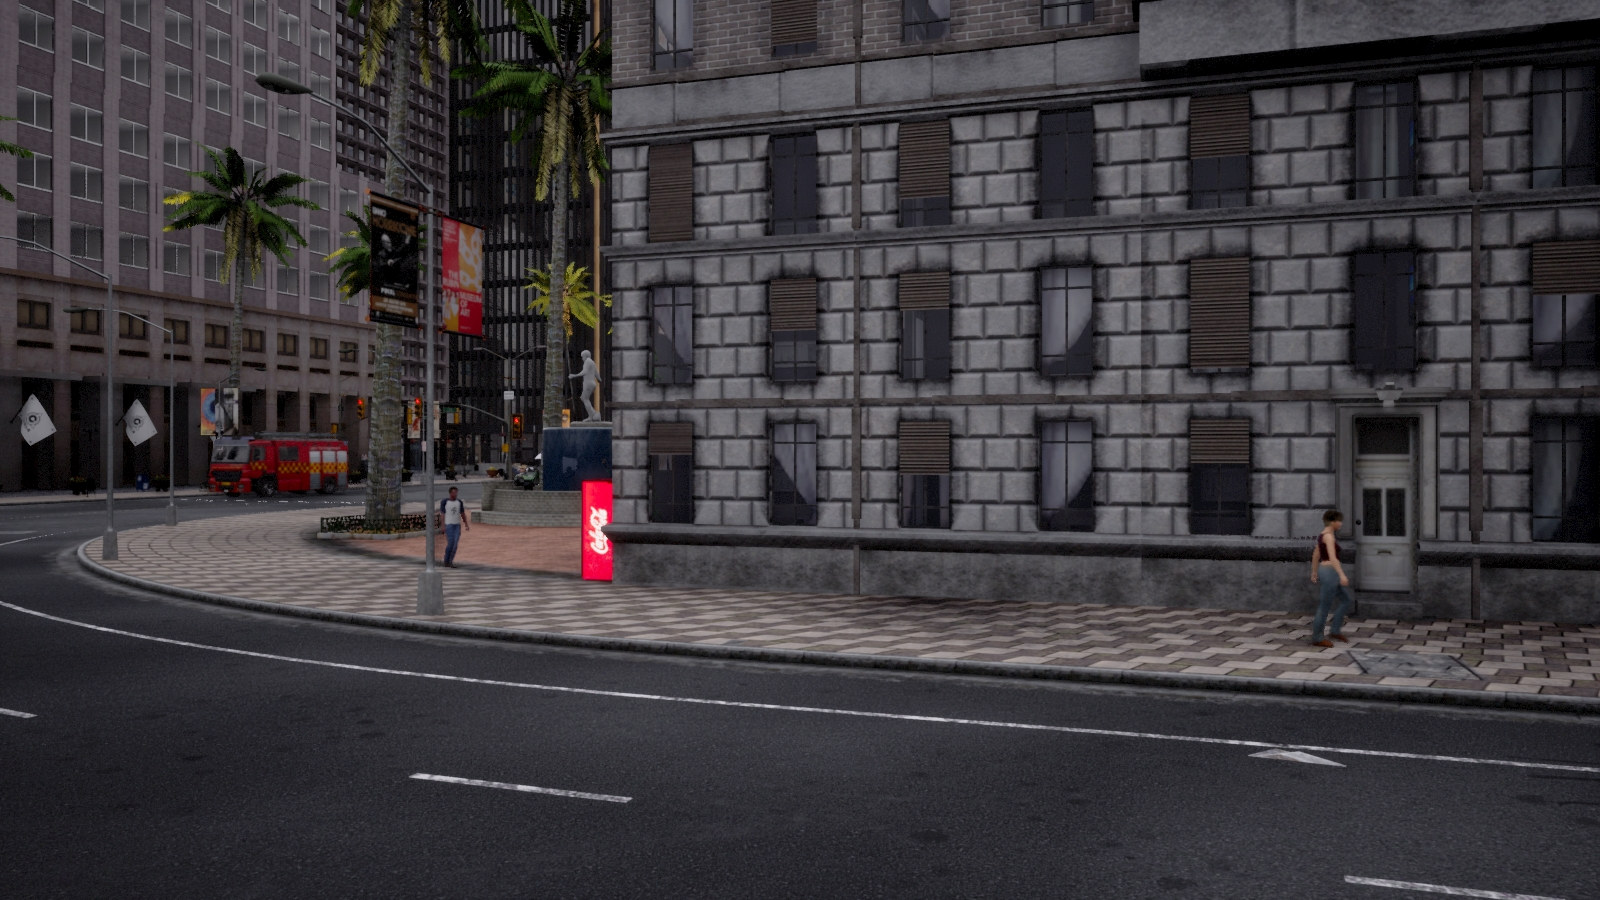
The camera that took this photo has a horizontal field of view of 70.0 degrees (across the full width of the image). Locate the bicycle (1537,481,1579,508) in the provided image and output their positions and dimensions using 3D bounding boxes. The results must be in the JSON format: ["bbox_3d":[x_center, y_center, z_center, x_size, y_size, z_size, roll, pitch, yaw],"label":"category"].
[{"bbox_3d":[38.782,2.267,58.470,0.329,1.171,1.835,6,2,-18],"label":"bicycle"}]

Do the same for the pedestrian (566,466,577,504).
[{"bbox_3d":[-11.226,1.696,56.133,0.375,1.860,0.375,0,0,13],"label":"pedestrian"}]

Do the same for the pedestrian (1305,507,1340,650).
[{"bbox_3d":[6.962,1.696,15.231,0.375,1.860,0.375,0,0,15],"label":"pedestrian"}]

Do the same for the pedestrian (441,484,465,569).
[{"bbox_3d":[-7.745,1.696,25.483,0.375,1.860,0.375,0,0,-43],"label":"pedestrian"}]

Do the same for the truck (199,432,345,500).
[{"bbox_3d":[-31.426,0.890,68.513,2.891,3.827,8.468,0,0,19],"label":"truck"}]
